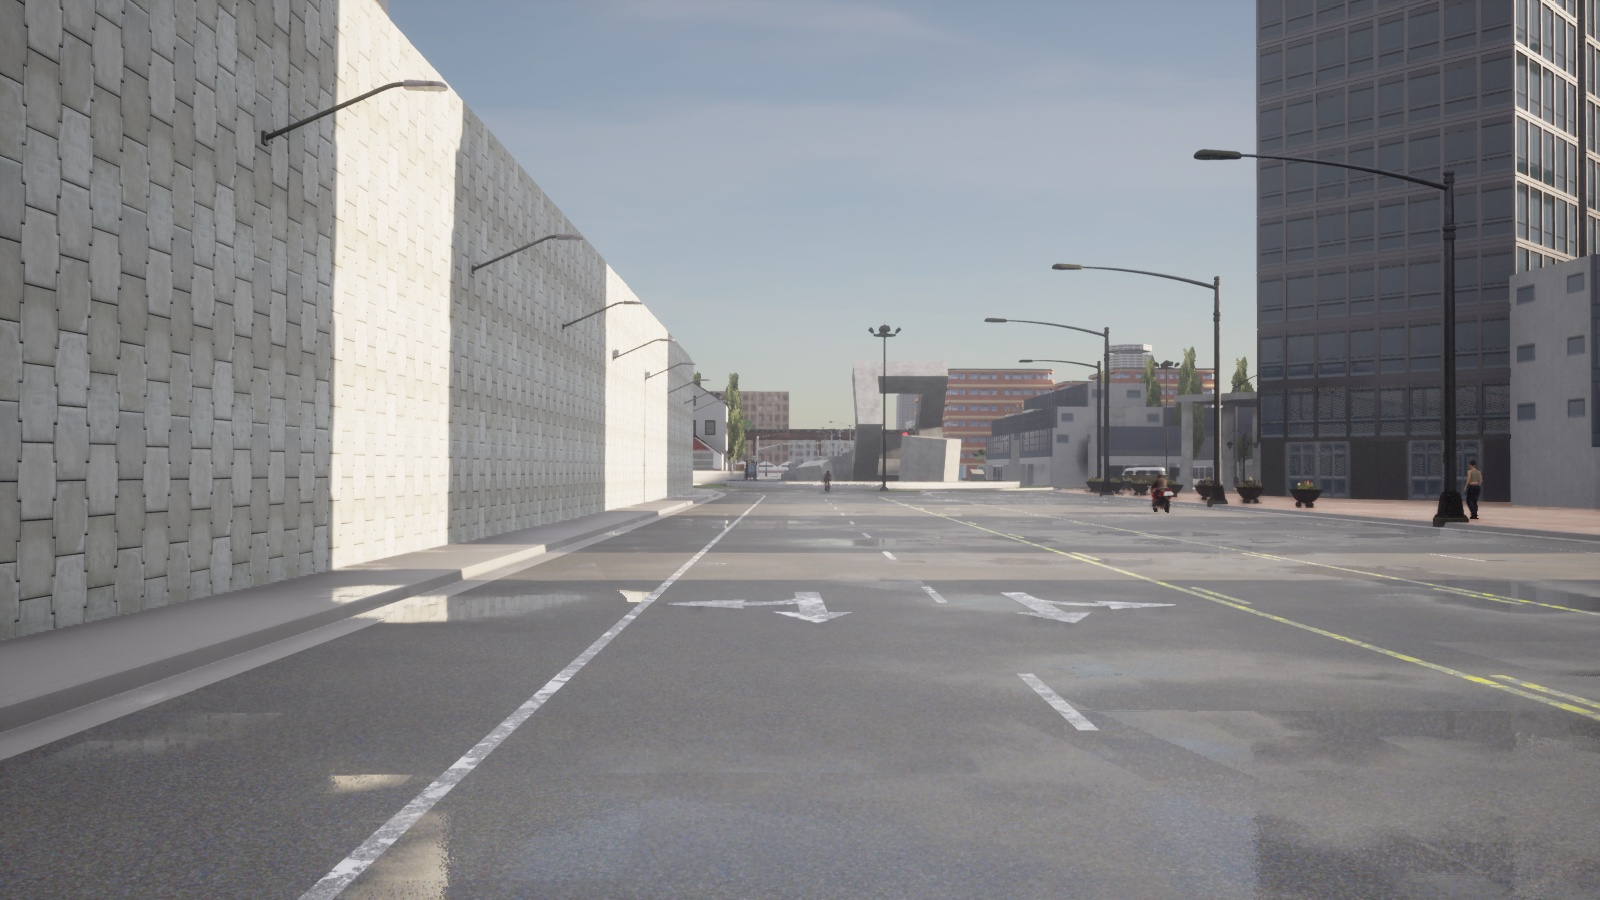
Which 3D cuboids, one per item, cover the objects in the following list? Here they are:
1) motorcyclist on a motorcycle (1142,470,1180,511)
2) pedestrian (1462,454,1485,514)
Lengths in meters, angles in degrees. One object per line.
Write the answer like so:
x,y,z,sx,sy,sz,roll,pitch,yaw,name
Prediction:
13.784,1.546,48.042,0.797,1.523,2.044,0,-1,-2,motorcyclist on a motorcycle
20.701,1.034,38.612,0.345,1.836,0.594,0,-1,-5,pedestrian
